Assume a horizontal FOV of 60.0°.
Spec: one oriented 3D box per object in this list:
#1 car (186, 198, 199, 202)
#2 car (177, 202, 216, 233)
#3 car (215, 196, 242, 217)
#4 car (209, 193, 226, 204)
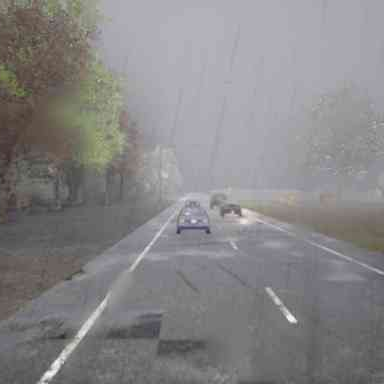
[{"bbox_3d":[0.088,1.517,44.871,1.895,1.301,4.718,0,0,0],"label":"car"},{"bbox_3d":[0.086,1.515,19.252,2.033,1.411,5.357,0,0,0],"label":"car"},{"bbox_3d":[3.501,1.449,31.015,1.837,1.490,4.892,0,0,0],"label":"car"},{"bbox_3d":[3.529,1.139,44.757,2.150,2.045,5.566,0,0,1],"label":"car"}]
